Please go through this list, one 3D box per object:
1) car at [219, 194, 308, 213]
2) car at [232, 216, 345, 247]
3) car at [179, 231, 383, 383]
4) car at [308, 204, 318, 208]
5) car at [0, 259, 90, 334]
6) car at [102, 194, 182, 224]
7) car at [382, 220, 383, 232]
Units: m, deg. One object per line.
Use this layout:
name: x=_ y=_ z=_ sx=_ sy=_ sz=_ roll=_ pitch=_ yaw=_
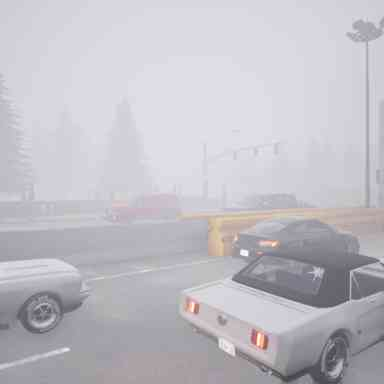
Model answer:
car: x=4.071 y=1.127 z=19.669 sx=5.566 sy=2.045 sz=2.150 roll=0 pitch=0 yaw=-35
car: x=3.306 y=1.473 z=10.364 sx=4.674 sy=1.442 sz=1.812 roll=-1 pitch=0 yaw=-35
car: x=2.237 y=1.576 z=5.323 sx=4.718 sy=1.301 sz=1.895 roll=-1 pitch=0 yaw=-35
car: x=7.911 y=1.398 z=26.573 sx=5.357 sy=1.411 sz=2.033 roll=-1 pitch=0 yaw=-35
car: x=-4.115 y=1.601 z=5.110 sx=4.718 sy=1.301 sz=1.895 roll=0 pitch=0 yaw=-35
car: x=-3.322 y=1.153 z=23.051 sx=5.566 sy=2.045 sz=2.150 roll=-1 pitch=0 yaw=-35
car: x=10.695 y=1.406 z=15.604 sx=4.674 sy=1.442 sz=1.812 roll=-1 pitch=0 yaw=-36
